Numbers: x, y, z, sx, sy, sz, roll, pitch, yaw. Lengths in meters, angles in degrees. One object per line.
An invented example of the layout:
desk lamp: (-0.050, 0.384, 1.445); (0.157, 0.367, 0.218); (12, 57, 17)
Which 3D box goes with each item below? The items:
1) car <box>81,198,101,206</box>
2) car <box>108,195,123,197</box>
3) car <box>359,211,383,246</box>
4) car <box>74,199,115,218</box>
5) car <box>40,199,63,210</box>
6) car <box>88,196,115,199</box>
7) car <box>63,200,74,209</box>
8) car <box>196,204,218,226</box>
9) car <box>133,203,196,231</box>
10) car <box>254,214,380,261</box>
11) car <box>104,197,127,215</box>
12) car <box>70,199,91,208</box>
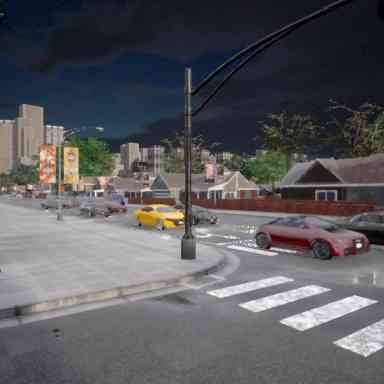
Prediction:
car: (-19.093, 1.907, 62.626); (2.033, 1.411, 5.357); (0, 0, -35)
car: (-12.942, 1.523, 54.146); (2.150, 2.045, 5.566); (0, 0, -36)
car: (8.035, 1.535, 13.103); (1.837, 1.490, 4.892); (0, -1, -35)
car: (-9.542, 1.692, 32.213); (1.837, 1.490, 4.892); (0, 0, -35)
car: (-20.302, 1.807, 47.487); (1.837, 1.490, 4.892); (0, -1, -35)
car: (-13.357, 1.786, 49.128); (1.837, 1.490, 4.892); (0, 0, -35)
car: (-18.183, 1.875, 50.131); (1.994, 1.385, 4.181); (0, 0, -35)
car: (-0.078, 1.618, 24.507); (1.837, 1.490, 4.892); (0, 0, -36)
car: (-2.108, 1.587, 21.765); (1.882, 1.535, 5.008); (0, -1, -35)
car: (4.376, 1.605, 12.640); (1.994, 1.385, 4.181); (0, 0, -36)
car: (-8.948, 1.687, 36.993); (1.882, 1.535, 5.008); (0, 0, -35)
car: (-19.408, 1.887, 57.612); (2.033, 1.411, 5.357); (0, 0, -34)
